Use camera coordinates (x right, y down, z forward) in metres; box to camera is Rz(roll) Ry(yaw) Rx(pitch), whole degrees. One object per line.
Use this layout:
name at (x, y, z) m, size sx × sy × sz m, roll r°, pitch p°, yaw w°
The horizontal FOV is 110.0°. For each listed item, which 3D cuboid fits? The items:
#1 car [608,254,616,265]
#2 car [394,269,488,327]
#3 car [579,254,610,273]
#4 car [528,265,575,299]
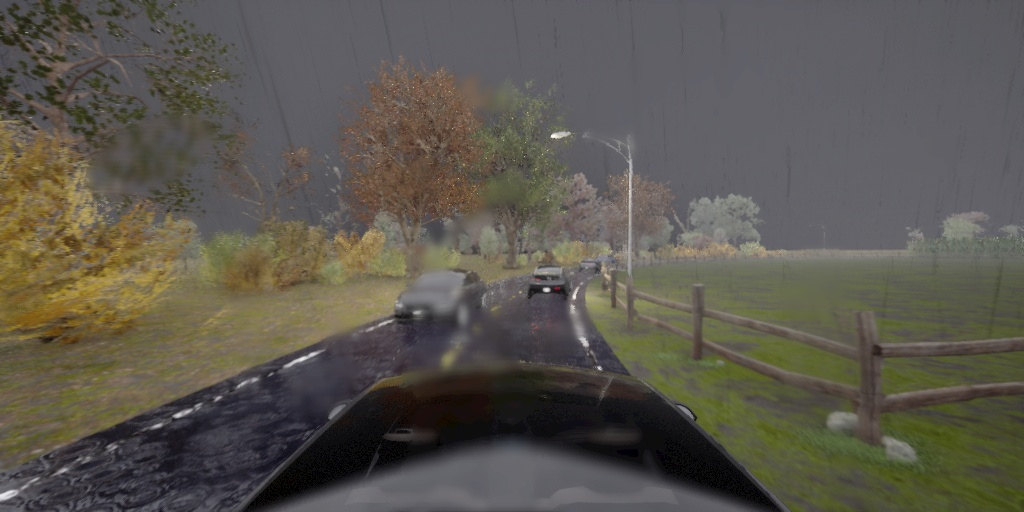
car at (12.883, 0.557, 50.380) m, size 2.097 × 1.767 × 4.553 m, roll 1°, pitch 1°, yaw 35°
car at (-2.029, 1.187, 11.471) m, size 1.837 × 1.490 × 4.892 m, roll 0°, pitch 0°, yaw 8°
car at (8.093, 0.903, 36.201) m, size 2.128 × 1.511 × 4.902 m, roll 1°, pitch 1°, yaw 25°
car at (1.921, 1.154, 17.443) m, size 1.837 × 1.490 × 4.892 m, roll 0°, pitch 1°, yaw 11°
